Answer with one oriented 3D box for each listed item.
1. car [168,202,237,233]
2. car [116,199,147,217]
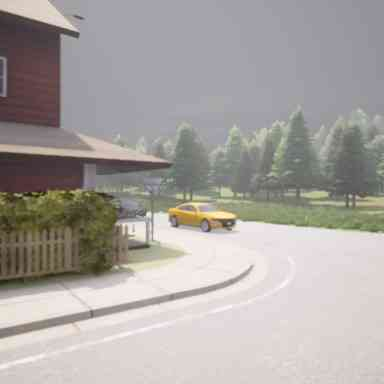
[{"bbox_3d":[0.515,1.381,19.404,1.882,1.535,5.008,0,0,-35],"label":"car"},{"bbox_3d":[-5.473,1.406,27.825,1.837,1.490,4.892,0,0,-35],"label":"car"}]
